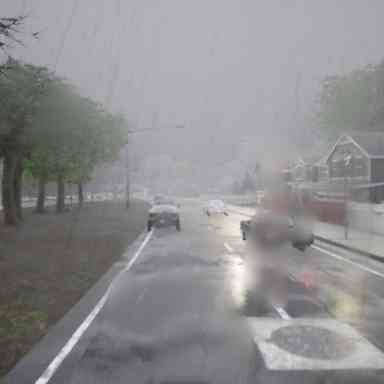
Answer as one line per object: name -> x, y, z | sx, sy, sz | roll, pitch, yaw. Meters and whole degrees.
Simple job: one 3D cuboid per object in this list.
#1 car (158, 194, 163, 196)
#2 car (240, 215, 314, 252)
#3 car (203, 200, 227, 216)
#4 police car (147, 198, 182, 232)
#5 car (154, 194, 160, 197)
car -> -4.132, 1.474, 54.615 | 1.895, 1.301, 4.718 | 0, 0, -9
car -> 3.268, 1.593, 13.872 | 1.895, 1.301, 4.718 | 0, 0, -2
car -> 2.149, 1.477, 31.461 | 1.812, 1.442, 4.674 | 0, 0, -5
police car -> -1.674, 1.414, 20.463 | 1.930, 1.638, 5.238 | 0, 0, -3
car -> -7.260, 1.120, 72.742 | 1.882, 1.535, 5.008 | 0, 0, -12
